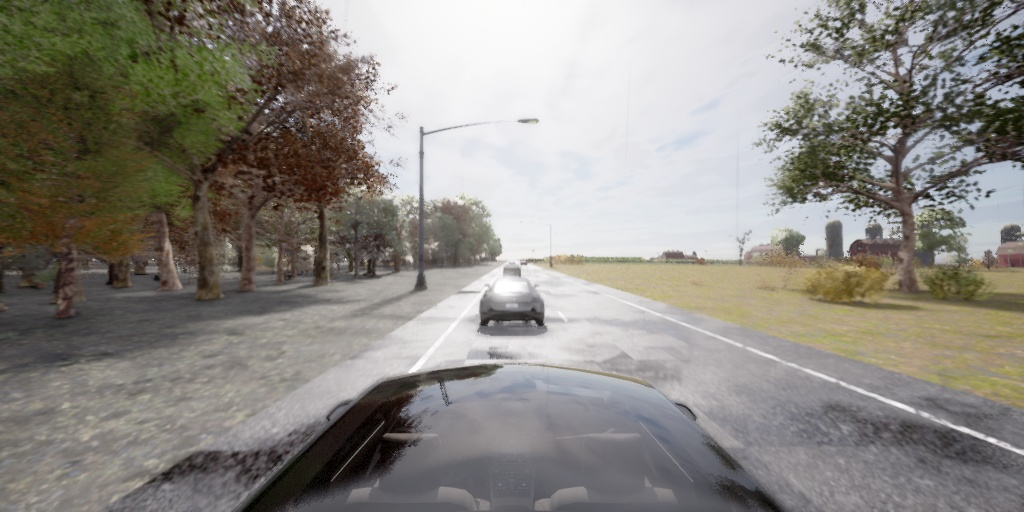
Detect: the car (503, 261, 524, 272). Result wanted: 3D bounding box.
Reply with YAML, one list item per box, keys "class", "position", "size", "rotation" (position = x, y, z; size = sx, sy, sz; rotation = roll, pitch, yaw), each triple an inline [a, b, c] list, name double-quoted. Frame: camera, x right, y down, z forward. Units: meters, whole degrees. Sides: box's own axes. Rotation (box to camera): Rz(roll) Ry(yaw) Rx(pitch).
- class: "car"
  position: [0.009, 1.554, 38.521]
  size: [1.882, 1.535, 5.008]
  rotation: [0, -1, 0]

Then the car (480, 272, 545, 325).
- class: "car"
  position: [0.004, 1.408, 12.242]
  size: [1.994, 1.385, 4.181]
  rotation: [0, -1, 0]
